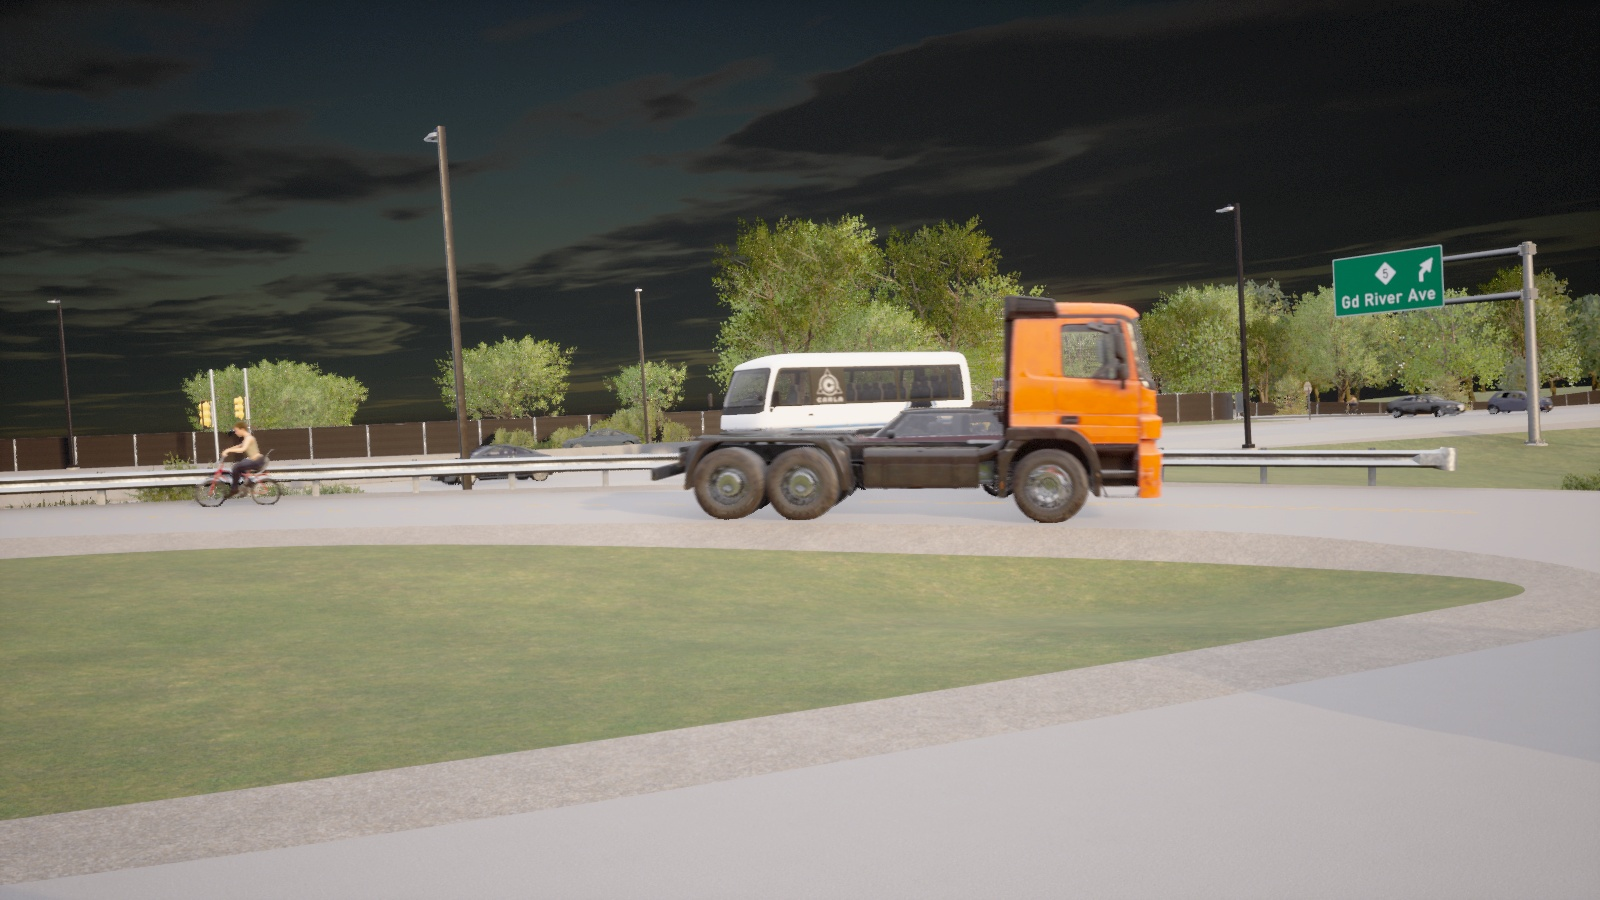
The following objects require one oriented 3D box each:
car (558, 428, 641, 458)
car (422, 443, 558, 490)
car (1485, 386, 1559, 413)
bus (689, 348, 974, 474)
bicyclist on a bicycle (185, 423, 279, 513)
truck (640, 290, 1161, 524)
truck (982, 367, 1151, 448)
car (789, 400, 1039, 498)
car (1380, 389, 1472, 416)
[{"bbox_3d":[-10.588,-0.385,66.560,4.181,1.385,1.994,-2,2,-7],"label":"car"},{"bbox_3d":[-10.925,0.558,44.309,4.181,1.385,1.994,-4,2,-33],"label":"car"},{"bbox_3d":[46.123,-3.211,80.310,1.845,1.501,3.633,-3,2,-32],"label":"car"},{"bbox_3d":[1.356,-1.574,48.042,10.273,4.253,3.944,-4,2,-33],"label":"bus"},{"bbox_3d":[-10.690,0.322,23.695,1.509,1.612,0.866,-2,2,-20],"label":"bicyclist on a bicycle"},{"bbox_3d":[1.647,-0.683,20.641,7.936,3.462,2.891,0,3,9],"label":"truck"},{"bbox_3d":[12.700,-2.038,59.487,7.936,3.462,2.891,-4,2,-33],"label":"truck"},{"bbox_3d":[2.271,-0.043,24.532,4.553,1.767,2.097,-1,3,14],"label":"car"},{"bbox_3d":[40.835,-3.074,82.038,2.128,1.511,4.902,-4,2,-33],"label":"car"}]
